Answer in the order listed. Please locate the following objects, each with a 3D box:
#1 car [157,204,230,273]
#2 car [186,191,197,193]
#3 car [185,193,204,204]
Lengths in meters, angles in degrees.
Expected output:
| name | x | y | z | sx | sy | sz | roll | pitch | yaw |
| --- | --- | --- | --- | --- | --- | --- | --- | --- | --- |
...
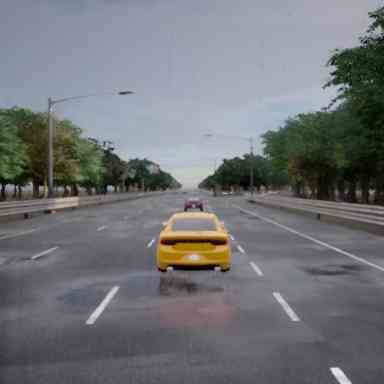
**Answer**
| name | x | y | z | sx | sy | sz | roll | pitch | yaw |
| --- | --- | --- | --- | --- | --- | --- | --- | --- | --- |
| car | 0.057 | 1.372 | 10.368 | 1.882 | 1.535 | 5.008 | 0 | 1 | 0 |
| car | 0.298 | 0.960 | 57.799 | 2.033 | 1.411 | 5.357 | 0 | 1 | 0 |
| car | 0.179 | 1.174 | 34.638 | 1.812 | 1.442 | 4.674 | 0 | 1 | 0 |
